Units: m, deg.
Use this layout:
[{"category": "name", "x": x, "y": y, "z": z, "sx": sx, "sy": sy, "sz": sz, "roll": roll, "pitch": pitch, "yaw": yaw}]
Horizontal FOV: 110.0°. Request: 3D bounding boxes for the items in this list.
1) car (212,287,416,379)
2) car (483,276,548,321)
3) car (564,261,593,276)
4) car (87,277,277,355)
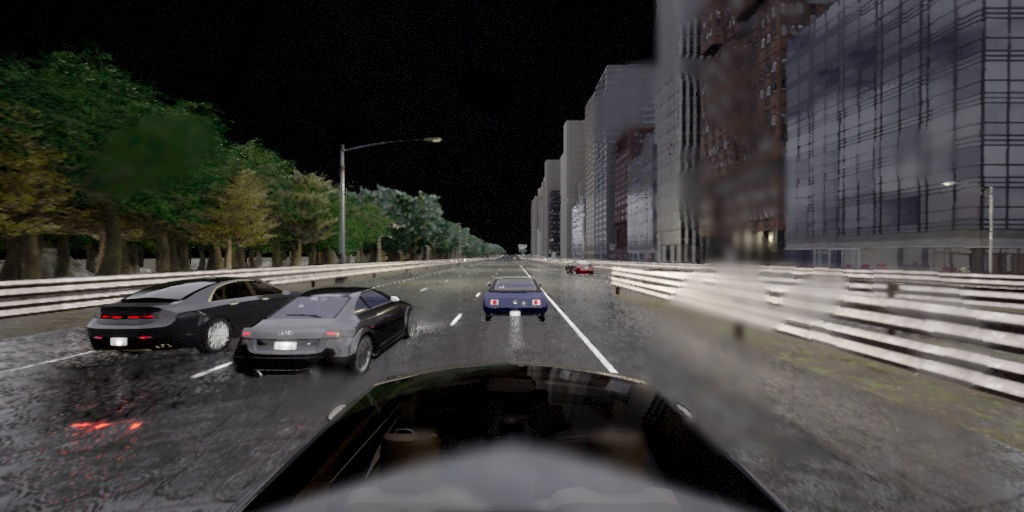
[{"category": "car", "x": -3.398, "y": 1.316, "z": 7.384, "sx": 1.994, "sy": 1.385, "sz": 4.181, "roll": 0, "pitch": 0, "yaw": 0}, {"category": "car", "x": 0.100, "y": 1.354, "z": 12.455, "sx": 1.895, "sy": 1.301, "sz": 4.718, "roll": 0, "pitch": 0, "yaw": 0}, {"category": "car", "x": 7.223, "y": 1.291, "z": 38.985, "sx": 2.163, "sy": 1.488, "sz": 4.792, "roll": 0, "pitch": 0, "yaw": -10}, {"category": "car", "x": -6.898, "y": 1.257, "z": 8.715, "sx": 1.837, "sy": 1.490, "sz": 4.892, "roll": 0, "pitch": 0, "yaw": 0}]
